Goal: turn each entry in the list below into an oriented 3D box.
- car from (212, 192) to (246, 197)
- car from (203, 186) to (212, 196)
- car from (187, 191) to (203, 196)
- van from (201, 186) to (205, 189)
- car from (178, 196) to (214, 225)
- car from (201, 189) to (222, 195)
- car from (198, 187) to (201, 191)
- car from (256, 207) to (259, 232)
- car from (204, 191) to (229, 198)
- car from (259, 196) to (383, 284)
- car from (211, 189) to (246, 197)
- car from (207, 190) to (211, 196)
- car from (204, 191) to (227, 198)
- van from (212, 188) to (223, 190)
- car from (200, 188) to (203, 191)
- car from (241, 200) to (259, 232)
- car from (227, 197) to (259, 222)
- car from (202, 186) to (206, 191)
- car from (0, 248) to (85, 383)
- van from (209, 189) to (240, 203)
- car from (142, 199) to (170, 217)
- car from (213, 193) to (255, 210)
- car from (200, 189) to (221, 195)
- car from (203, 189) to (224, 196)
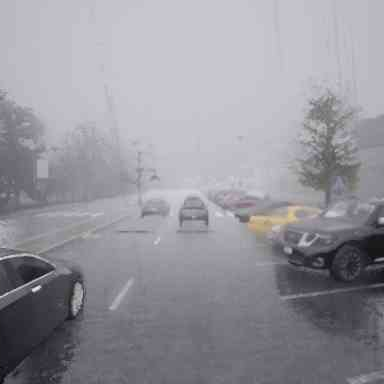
[{"bbox_3d":[5.078,1.070,36.482,4.674,1.452,2.002,0,1,-20],"label":"car"},{"bbox_3d":[5.065,0.603,48.392,5.566,2.045,2.435,0,1,-20],"label":"car"},{"bbox_3d":[0.115,0.979,41.035,1.837,1.490,4.892,0,1,0],"label":"car"},{"bbox_3d":[4.990,0.109,75.211,4.442,1.987,1.878,0,2,-20],"label":"van"},{"bbox_3d":[0.108,1.246,22.062,2.128,1.511,4.902,0,1,0],"label":"car"},{"bbox_3d":[5.125,0.024,87.212,4.792,1.488,2.163,0,2,-20],"label":"car"},{"bbox_3d":[4.924,0.079,84.151,5.366,1.575,1.946,0,2,-20],"label":"car"},{"bbox_3d":[5.079,1.415,12.464,4.674,1.452,2.002,1,1,-20],"label":"car"},{"bbox_3d":[5.119,0.512,69.315,4.792,1.488,2.163,0,1,-20],"label":"car"},{"bbox_3d":[5.051,1.161,9.441,5.566,2.045,2.435,1,1,-20],"label":"car"},{"bbox_3d":[5.056,0.860,39.452,4.553,1.767,2.185,0,1,-20],"label":"car"},{"bbox_3d":[5.079,0.899,45.428,4.892,1.521,2.231,1,1,-20],"label":"car"},{"bbox_3d":[5.089,0.449,72.286,4.674,1.452,2.002,0,1,-20],"label":"car"},{"bbox_3d":[5.196,0.717,42.485,4.442,1.987,1.878,0,1,-20],"label":"van"},{"bbox_3d":[4.920,0.542,66.245,5.366,1.575,1.946,0,2,-20],"label":"car"},{"bbox_3d":[5.247,1.335,15.536,5.366,1.575,1.946,1,1,-20],"label":"car"},{"bbox_3d":[5.052,1.280,21.459,4.792,1.488,2.163,1,1,-20],"label":"car"},{"bbox_3d":[5.118,0.514,54.388,5.566,2.045,2.435,0,1,-20],"label":"car"},{"bbox_3d":[-2.898,1.475,4.290,1.837,1.490,4.892,0,0,0],"label":"car"},{"bbox_3d":[4.982,0.584,51.345,4.442,1.987,1.878,0,1,-20],"label":"van"},{"bbox_3d":[-2.891,1.243,27.065,1.994,1.385,4.181,0,1,0],"label":"car"},{"bbox_3d":[5.056,1.104,33.464,4.792,1.488,2.163,0,1,-20],"label":"car"},{"bbox_3d":[4.927,-0.097,90.114,5.366,1.575,1.946,0,2,-20],"label":"car"},{"bbox_3d":[5.068,0.128,78.240,4.553,1.767,2.185,0,1,-20],"label":"car"}]
